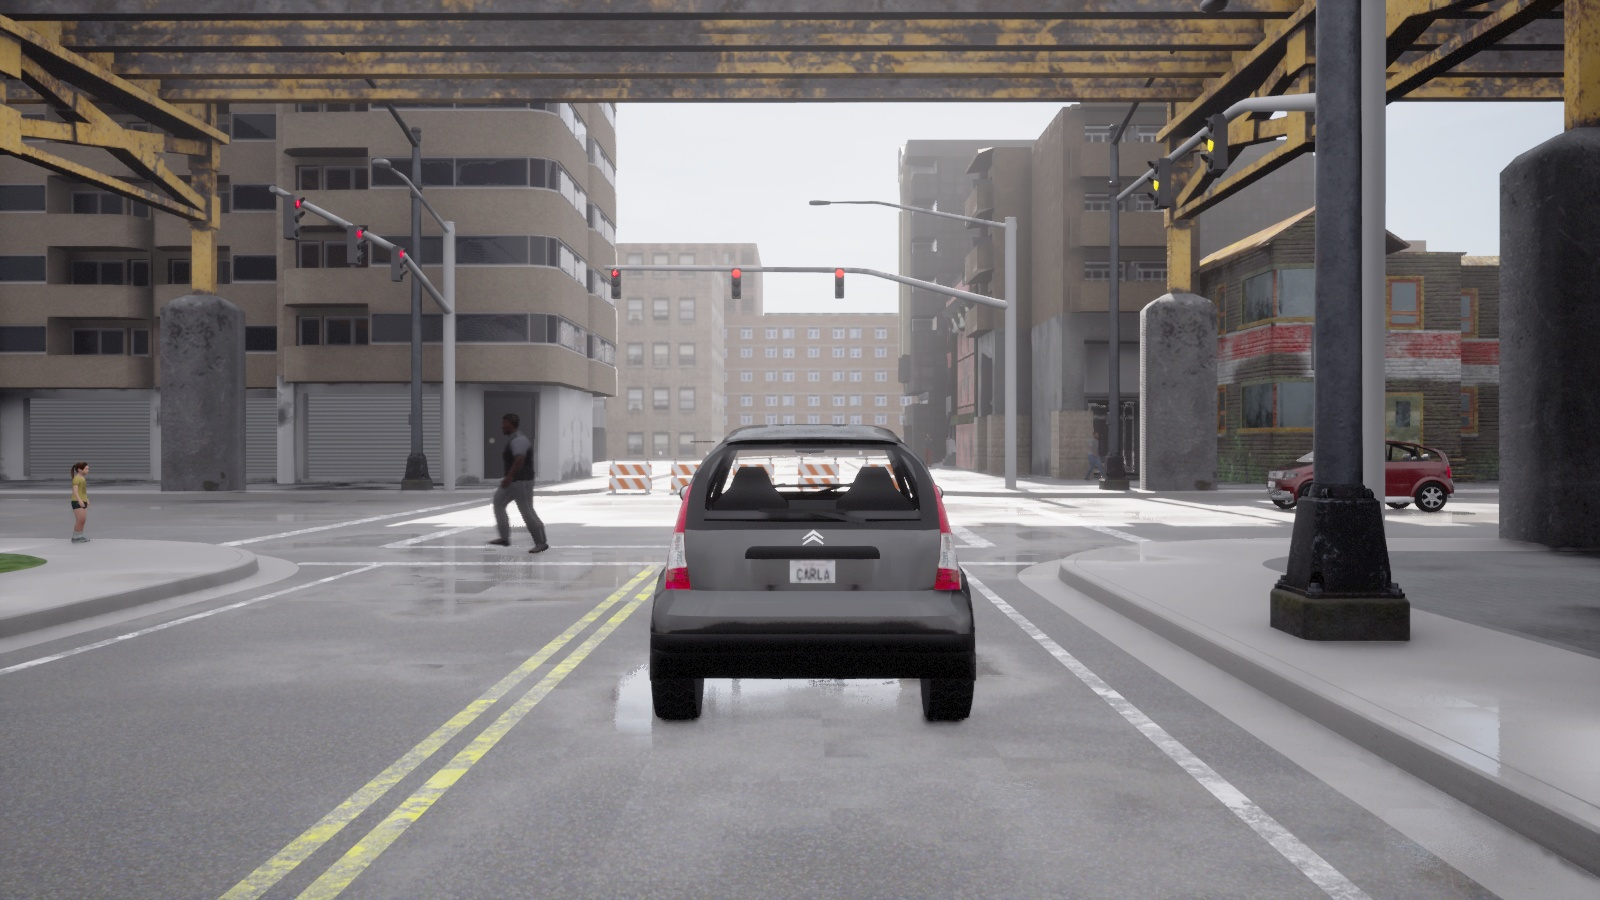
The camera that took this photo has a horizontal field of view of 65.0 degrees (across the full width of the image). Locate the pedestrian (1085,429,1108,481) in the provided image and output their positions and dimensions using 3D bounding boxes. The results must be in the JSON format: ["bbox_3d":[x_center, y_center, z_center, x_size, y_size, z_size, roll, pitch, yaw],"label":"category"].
[{"bbox_3d":[10.434,0.171,44.139,0.354,1.836,0.706,0,0,-39],"label":"pedestrian"}]

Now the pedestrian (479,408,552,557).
[{"bbox_3d":[-3.710,0.411,16.352,0.849,1.883,0.563,0,0,-21],"label":"pedestrian"}]

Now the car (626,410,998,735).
[{"bbox_3d":[0.073,0.598,8.243,1.851,1.617,3.988,0,0,0],"label":"car"}]

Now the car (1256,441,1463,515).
[{"bbox_3d":[12.146,0.580,27.426,3.705,1.549,1.789,0,0,0],"label":"car"}]

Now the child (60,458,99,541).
[{"bbox_3d":[-9.805,0.673,17.102,0.394,1.110,0.255,0,0,-10],"label":"child"}]

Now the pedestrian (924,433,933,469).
[{"bbox_3d":[6.615,0.053,64.495,0.353,1.847,0.614,0,0,-4],"label":"pedestrian"}]
